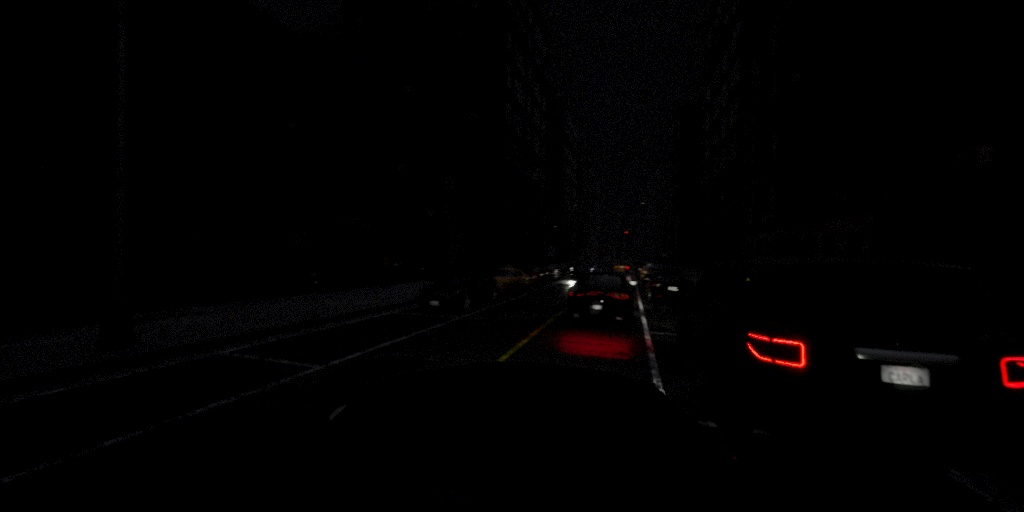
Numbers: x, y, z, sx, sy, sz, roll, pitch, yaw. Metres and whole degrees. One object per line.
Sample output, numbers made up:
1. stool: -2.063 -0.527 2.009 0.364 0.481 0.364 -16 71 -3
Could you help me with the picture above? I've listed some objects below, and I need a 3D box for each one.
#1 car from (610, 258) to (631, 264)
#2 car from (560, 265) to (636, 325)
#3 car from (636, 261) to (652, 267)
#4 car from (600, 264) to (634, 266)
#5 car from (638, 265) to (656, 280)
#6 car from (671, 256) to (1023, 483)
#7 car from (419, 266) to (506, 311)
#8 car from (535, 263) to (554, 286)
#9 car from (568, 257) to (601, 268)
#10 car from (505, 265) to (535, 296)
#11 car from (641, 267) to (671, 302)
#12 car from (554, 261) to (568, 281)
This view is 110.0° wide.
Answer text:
1. car: 13.130 1.318 43.034 1.801 1.575 5.366 1 0 18
2. car: 3.111 1.255 12.183 1.882 1.535 5.008 1 0 18
3. car: 12.449 1.407 32.547 1.751 1.417 4.829 0 0 18
4. car: 6.949 1.414 23.888 1.895 1.301 4.718 1 0 18
5. car: 9.021 1.420 22.098 1.948 1.339 4.313 0 0 18
6. car: 3.909 1.037 5.356 2.150 2.045 5.566 1 0 18
7. car: -1.975 1.248 14.322 1.948 1.339 4.313 0 0 18
8. car: 1.400 1.296 24.609 1.802 1.307 4.207 0 0 18
9. car: 6.326 1.131 31.393 2.097 1.767 4.553 1 0 18
10. car: -0.340 1.224 19.304 1.751 1.417 4.829 0 0 18
11. car: 7.334 1.404 16.955 1.948 1.339 4.313 0 0 18
12. car: 3.087 1.279 29.752 2.007 1.370 4.403 0 0 18
